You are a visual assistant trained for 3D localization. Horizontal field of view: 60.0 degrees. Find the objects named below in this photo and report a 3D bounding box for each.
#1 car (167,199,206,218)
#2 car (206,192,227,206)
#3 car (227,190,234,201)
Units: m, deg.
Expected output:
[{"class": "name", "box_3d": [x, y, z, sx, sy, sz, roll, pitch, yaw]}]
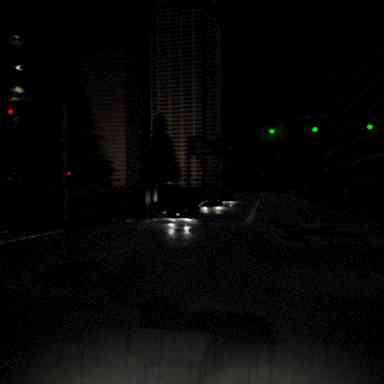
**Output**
[{"class": "car", "box_3d": [-0.510, 1.278, 27.798, 2.033, 1.411, 5.357, -1, 1, 12]}, {"class": "car", "box_3d": [2.928, 1.012, 43.435, 1.882, 1.535, 5.008, -1, 1, 13]}, {"class": "car", "box_3d": [6.337, 0.841, 58.791, 1.837, 1.490, 4.892, -1, 2, 13]}]
